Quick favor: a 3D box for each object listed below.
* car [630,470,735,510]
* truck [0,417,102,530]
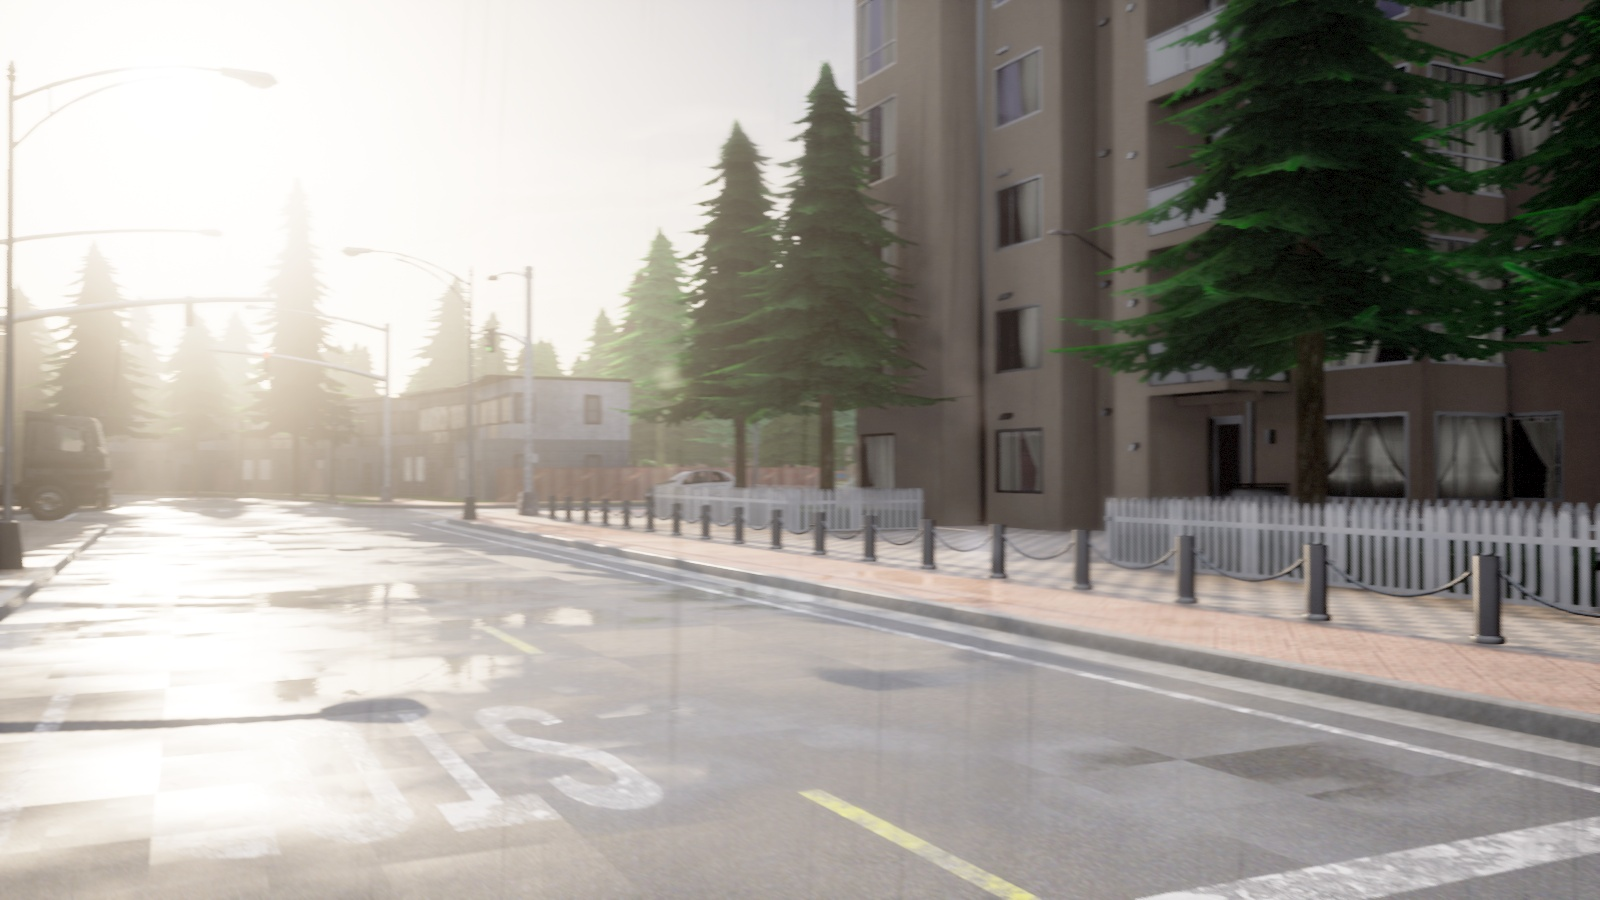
[{"bbox_3d":[-4.961,1.650,52.875,3.988,1.617,1.851,0,-1,-25],"label":"car"},{"bbox_3d":[-26.332,0.730,39.121,7.936,3.462,2.891,0,-1,-27],"label":"truck"}]
